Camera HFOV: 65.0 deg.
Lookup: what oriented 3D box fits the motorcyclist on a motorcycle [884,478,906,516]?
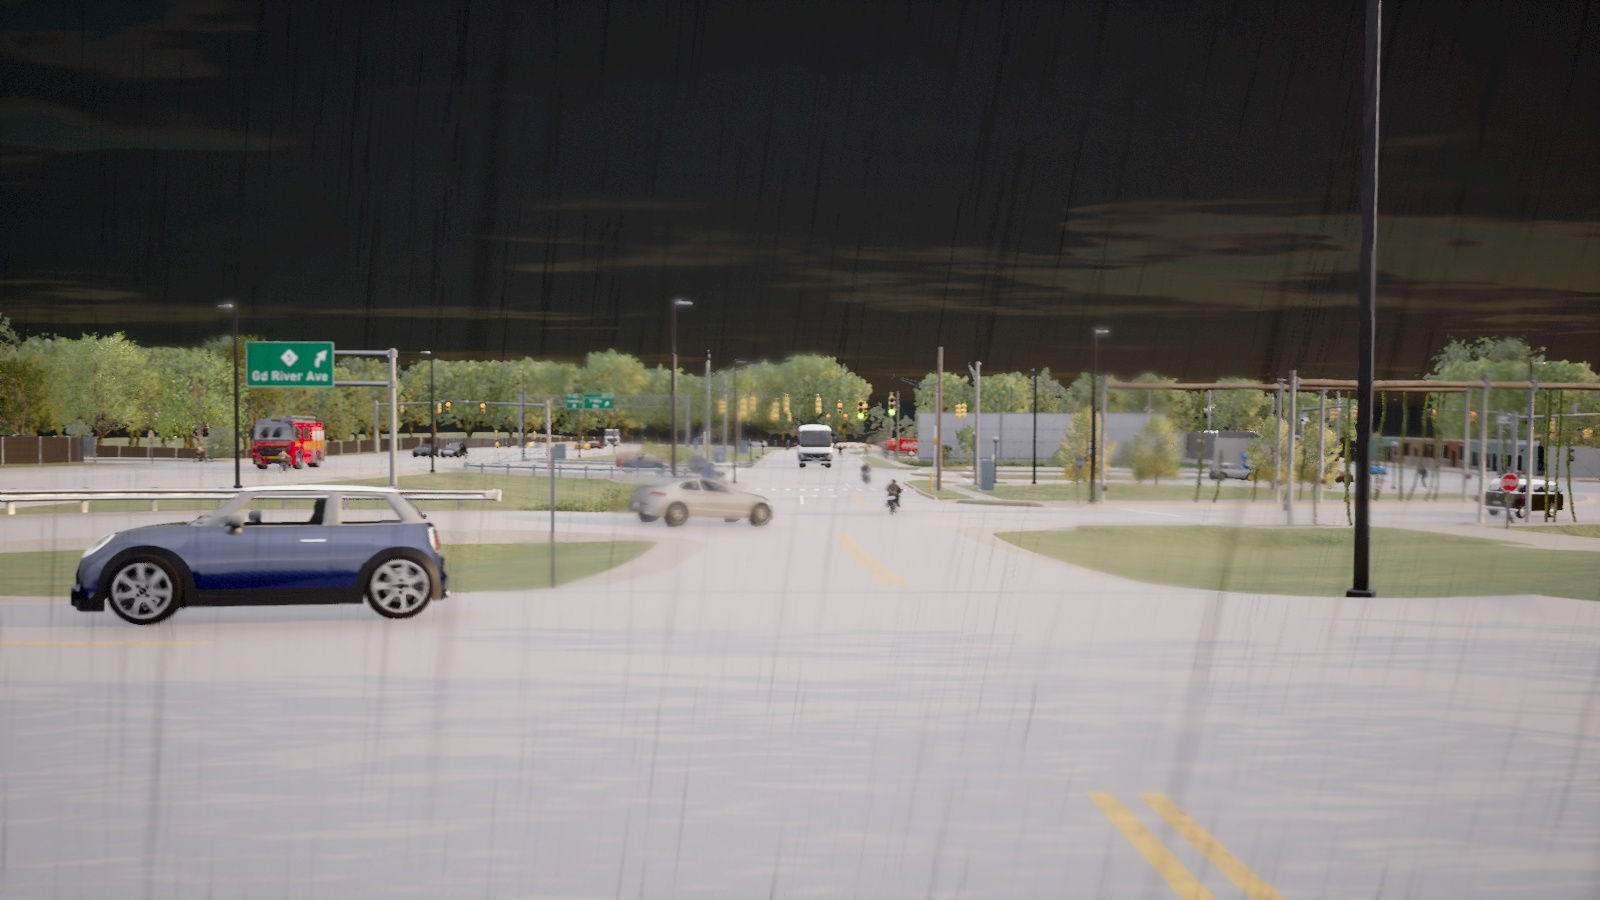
[{"bbox_3d":[4.071,1.981,53.609,0.797,1.523,2.044,0,0,9],"label":"motorcyclist on a motorcycle"}]

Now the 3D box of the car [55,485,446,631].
[{"bbox_3d":[-6.015,1.137,14.239,3.806,1.475,1.970,0,-2,-17],"label":"car"}]

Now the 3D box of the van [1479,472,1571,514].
[{"bbox_3d":[38.890,2.272,67.359,4.480,2.038,2.069,0,2,-26],"label":"van"}]

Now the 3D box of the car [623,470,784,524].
[{"bbox_3d":[-3.250,1.611,42.871,5.027,1.651,2.152,2,1,-35],"label":"car"}]

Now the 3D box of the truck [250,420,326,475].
[{"bbox_3d":[-36.870,-0.248,90.811,2.891,3.827,8.468,0,1,-7],"label":"truck"}]
